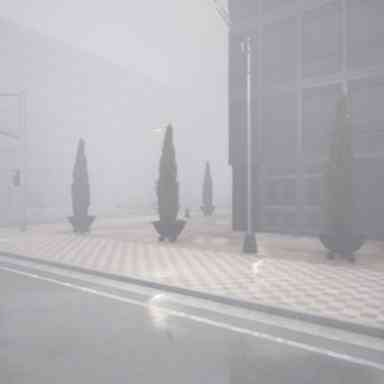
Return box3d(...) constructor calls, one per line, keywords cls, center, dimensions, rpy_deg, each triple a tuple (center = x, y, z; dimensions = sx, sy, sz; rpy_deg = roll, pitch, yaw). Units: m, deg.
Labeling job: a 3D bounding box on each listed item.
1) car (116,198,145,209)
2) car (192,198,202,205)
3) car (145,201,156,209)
box3d(cls="car", center=(-8.464, 1.602, 46.862), dimensions=(1.882, 1.535, 5.008), rpy_deg=(0, 0, 36))
box3d(cls="car", center=(1.970, 1.687, 61.054), dimensions=(1.812, 1.442, 4.674), rpy_deg=(0, 0, 36))
box3d(cls="car", center=(-3.929, 1.707, 47.142), dimensions=(1.895, 1.301, 4.718), rpy_deg=(0, 0, 36))
